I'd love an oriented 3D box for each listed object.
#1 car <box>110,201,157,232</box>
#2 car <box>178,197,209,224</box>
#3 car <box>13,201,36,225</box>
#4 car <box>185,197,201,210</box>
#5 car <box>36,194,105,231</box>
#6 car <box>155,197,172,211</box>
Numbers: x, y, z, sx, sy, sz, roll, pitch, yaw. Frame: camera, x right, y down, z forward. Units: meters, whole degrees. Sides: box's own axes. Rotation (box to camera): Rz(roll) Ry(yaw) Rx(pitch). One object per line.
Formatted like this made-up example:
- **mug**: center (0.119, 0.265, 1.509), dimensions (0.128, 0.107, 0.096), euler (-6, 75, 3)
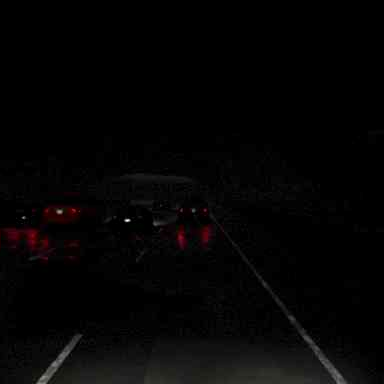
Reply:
- **car**: center (-3.403, 1.464, 19.514), dimensions (1.994, 1.385, 4.181), euler (0, 0, 0)
- **car**: center (0.097, 1.231, 23.803), dimensions (2.097, 1.767, 4.553), euler (0, 0, 0)
- **car**: center (-10.403, 1.374, 23.021), dimensions (2.128, 1.511, 4.902), euler (0, 0, 0)
- **car**: center (0.093, 1.369, 41.547), dimensions (1.837, 1.490, 4.892), euler (0, 0, 0)
- **car**: center (-6.914, 1.119, 20.004), dimensions (2.150, 2.045, 5.566), euler (0, 0, 0)
- **car**: center (-3.407, 1.339, 38.947), dimensions (1.882, 1.535, 5.008), euler (0, 0, 0)
